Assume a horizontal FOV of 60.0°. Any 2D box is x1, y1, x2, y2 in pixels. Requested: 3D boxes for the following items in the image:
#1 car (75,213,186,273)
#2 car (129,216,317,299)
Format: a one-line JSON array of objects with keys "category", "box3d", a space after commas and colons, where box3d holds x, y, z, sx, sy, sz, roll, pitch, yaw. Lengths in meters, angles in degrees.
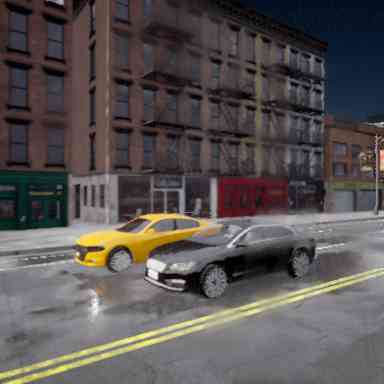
[{"category": "car", "box3d": [-1.180, 1.466, 10.823, 5.008, 1.535, 1.882, 0, 0, -35]}, {"category": "car", "box3d": [1.164, 1.478, 8.503, 4.902, 1.511, 2.128, 0, 0, -35]}]
